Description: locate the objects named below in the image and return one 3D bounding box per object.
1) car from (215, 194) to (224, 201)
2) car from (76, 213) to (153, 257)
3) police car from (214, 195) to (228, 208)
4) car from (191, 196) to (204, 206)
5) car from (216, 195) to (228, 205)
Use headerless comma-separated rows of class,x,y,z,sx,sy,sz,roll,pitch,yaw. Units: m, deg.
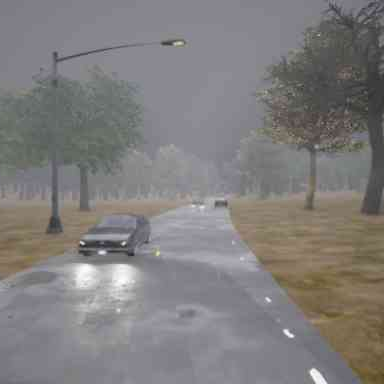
car,6.860,1.391,82.192,2.128,1.511,4.902,0,0,6
car,-2.788,1.563,13.346,2.033,1.411,5.357,0,0,2
police car,4.203,1.430,48.302,1.930,1.638,5.238,0,0,6
car,1.047,1.493,55.880,1.837,1.490,4.892,0,0,7
car,5.258,1.352,58.108,2.097,1.767,4.553,0,0,6
